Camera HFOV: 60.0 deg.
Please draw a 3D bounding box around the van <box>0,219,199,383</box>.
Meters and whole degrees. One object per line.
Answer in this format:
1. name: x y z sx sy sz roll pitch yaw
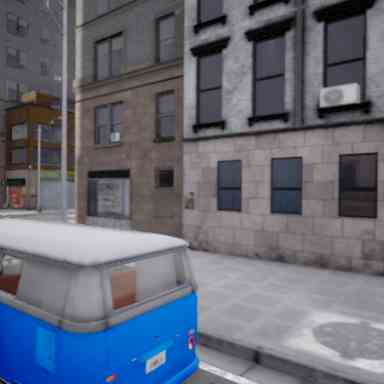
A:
1. van: -1.828 1.303 4.147 3.998 1.788 1.690 1 0 36
